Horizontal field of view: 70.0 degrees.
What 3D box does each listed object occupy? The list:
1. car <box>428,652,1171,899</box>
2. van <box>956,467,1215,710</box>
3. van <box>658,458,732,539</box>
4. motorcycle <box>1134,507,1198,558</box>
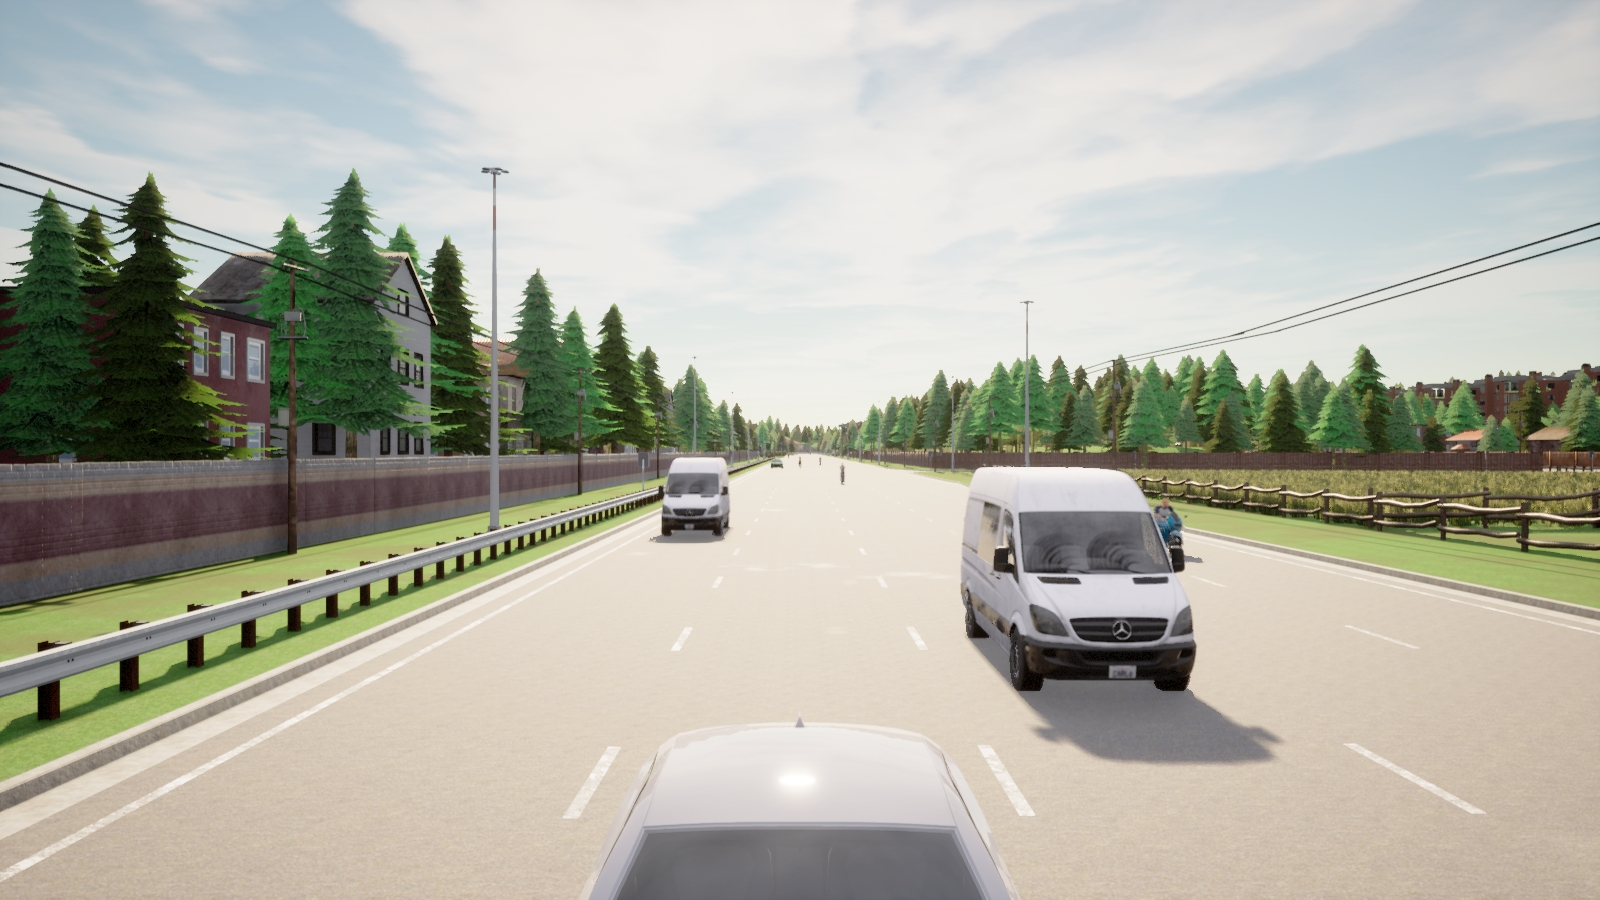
[{"bbox_3d":[-0.001,2.037,4.684,2.097,1.535,5.006,0,0,0],"label":"car"},{"bbox_3d":[3.493,1.543,15.331,1.988,2.561,5.915,0,0,0],"label":"van"},{"bbox_3d":[-3.510,1.554,39.138,1.988,2.561,5.915,0,0,0],"label":"van"},{"bbox_3d":[9.869,2.201,30.886,0.803,1.199,2.033,-1,0,-8],"label":"motorcycle"}]
